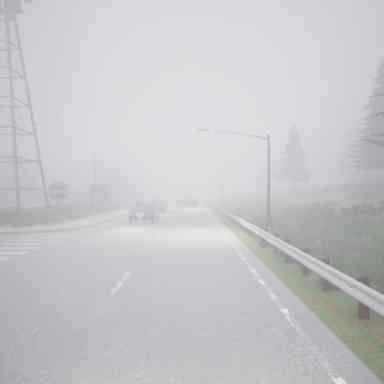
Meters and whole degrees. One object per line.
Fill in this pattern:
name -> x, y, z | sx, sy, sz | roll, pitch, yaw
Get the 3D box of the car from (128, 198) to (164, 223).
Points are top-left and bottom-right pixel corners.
car -> -3.603, 1.469, 25.422 | 2.128, 1.511, 4.902 | 0, 0, 0

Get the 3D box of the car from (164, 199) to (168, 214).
car -> -3.575, 1.472, 35.400 | 1.837, 1.490, 4.892 | 0, 0, 0

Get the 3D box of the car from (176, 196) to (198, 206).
car -> -0.797, 1.443, 52.868 | 2.128, 1.511, 4.902 | 0, 0, -29
